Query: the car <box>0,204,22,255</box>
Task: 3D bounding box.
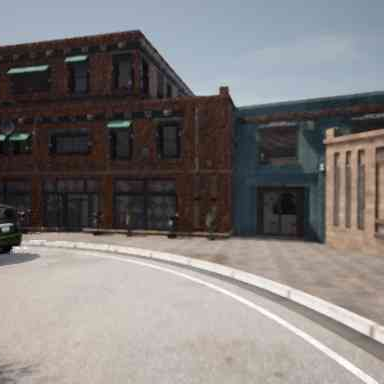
[{"bbox_3d":[-9.367,1.546,12.942,5.566,2.045,2.150,-2,0,17],"label":"car"}]
